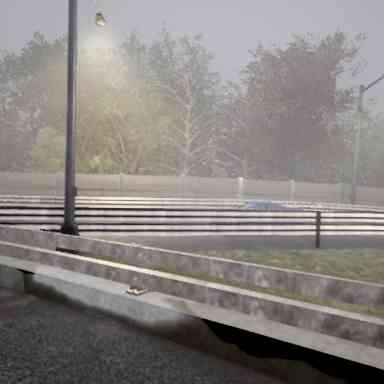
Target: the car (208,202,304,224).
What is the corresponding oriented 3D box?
[{"bbox_3d":[3.342,1.274,17.454,5.008,1.535,1.882,0,1,-11],"label":"car"}]
